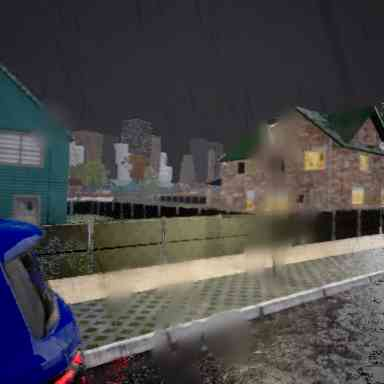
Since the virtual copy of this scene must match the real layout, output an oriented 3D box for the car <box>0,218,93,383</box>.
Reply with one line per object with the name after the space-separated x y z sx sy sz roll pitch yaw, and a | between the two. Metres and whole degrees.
-3.092 1.201 0.876 5.566 2.045 2.150 -1 1 -37 | car
